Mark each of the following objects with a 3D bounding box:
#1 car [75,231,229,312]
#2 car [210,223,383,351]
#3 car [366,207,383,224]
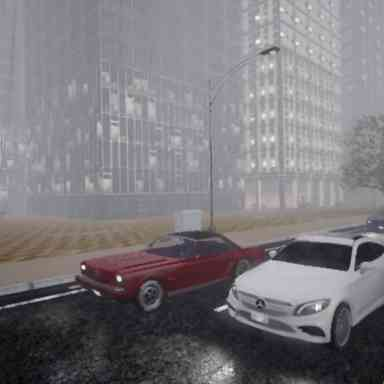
[{"bbox_3d":[-0.290,1.691,8.151,4.718,1.301,1.895,0,-1,-44],"label":"car"},{"bbox_3d":[2.666,1.563,6.481,4.674,1.442,1.812,0,-1,-44],"label":"car"},{"bbox_3d":[12.464,1.599,20.428,5.357,1.411,2.033,0,-1,-44],"label":"car"}]
